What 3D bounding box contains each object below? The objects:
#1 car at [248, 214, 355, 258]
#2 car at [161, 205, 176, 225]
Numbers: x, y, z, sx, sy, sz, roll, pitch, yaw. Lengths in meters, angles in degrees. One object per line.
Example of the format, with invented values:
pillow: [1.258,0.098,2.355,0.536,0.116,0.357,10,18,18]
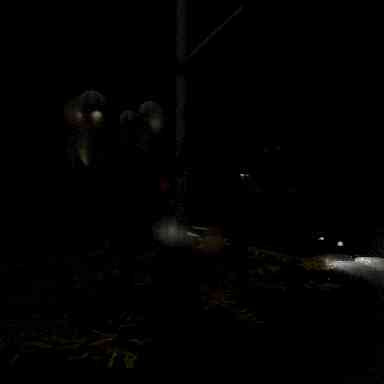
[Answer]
car: [4.023,1.564,12.944,1.994,1.385,4.181,0,0,-29]
car: [-2.196,1.562,22.471,1.994,1.385,4.181,0,0,-36]
